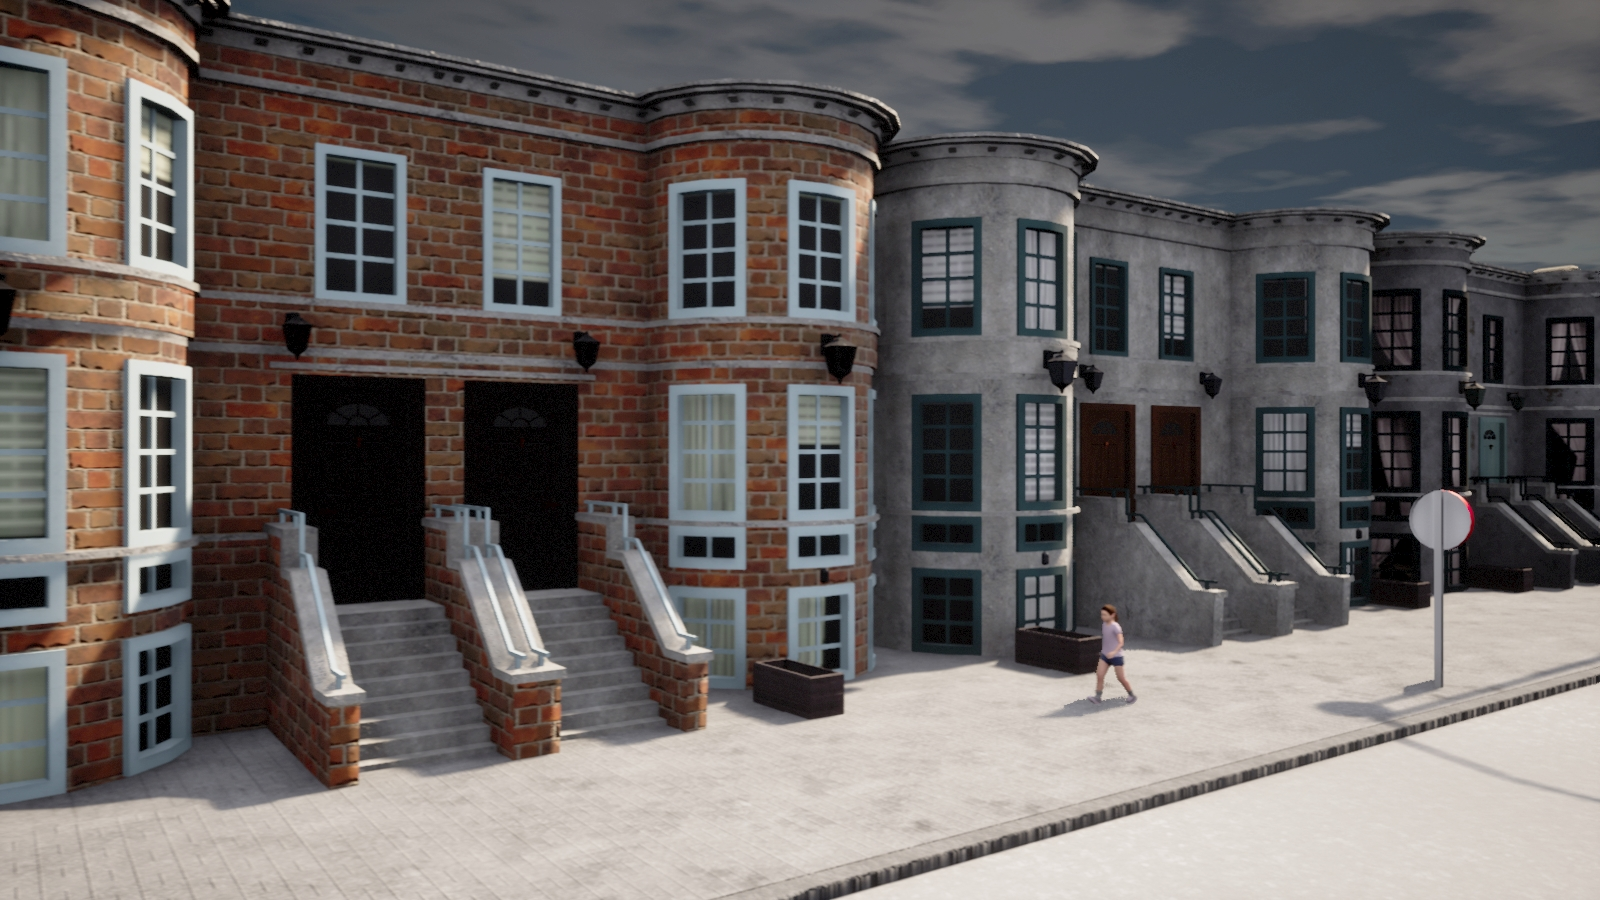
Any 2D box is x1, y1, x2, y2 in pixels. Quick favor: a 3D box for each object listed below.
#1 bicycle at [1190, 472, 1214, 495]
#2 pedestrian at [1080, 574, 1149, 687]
[{"bbox_3d":[23.733,1.979,67.453,1.835,1.271,0.329,0,0,-34],"label":"bicycle"},{"bbox_3d":[3.351,1.911,12.188,0.500,1.100,0.500,0,0,-29],"label":"pedestrian"}]
